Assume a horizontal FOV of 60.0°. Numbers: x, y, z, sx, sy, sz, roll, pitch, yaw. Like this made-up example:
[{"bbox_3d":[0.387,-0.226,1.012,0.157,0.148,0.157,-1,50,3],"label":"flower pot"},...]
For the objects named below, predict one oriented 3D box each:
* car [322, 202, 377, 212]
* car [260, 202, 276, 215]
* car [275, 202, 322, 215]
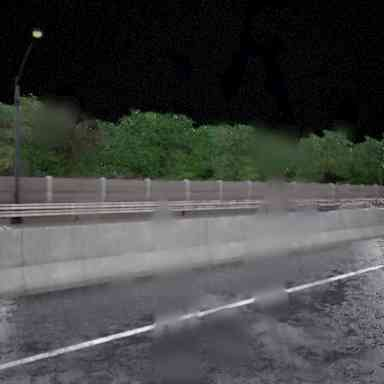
[{"bbox_3d":[12.603,1.542,25.880,4.892,1.490,1.837,0,0,-35],"label":"car"},{"bbox_3d":[8.356,1.601,31.447,4.181,1.385,1.994,0,0,-35],"label":"car"},{"bbox_3d":[9.551,1.636,28.003,4.718,1.301,1.895,0,0,-35],"label":"car"}]
